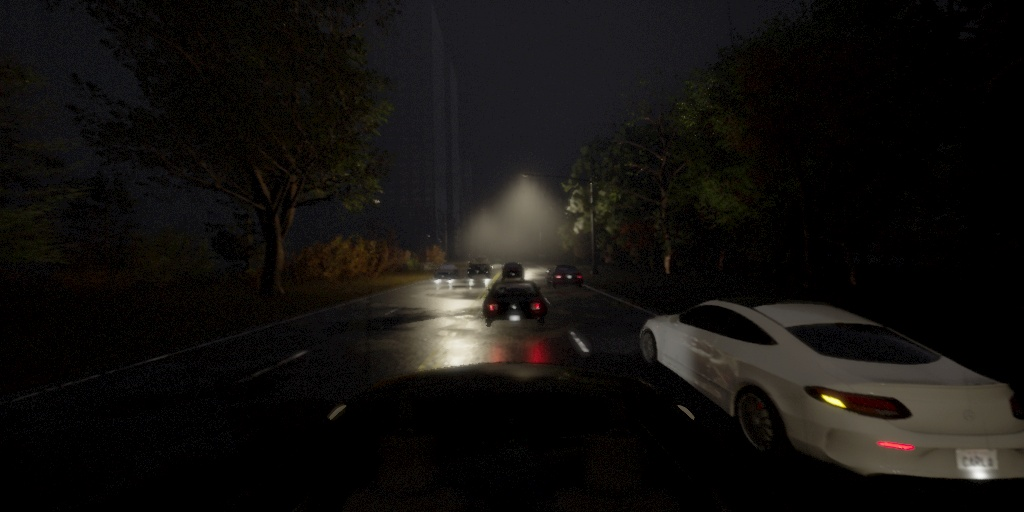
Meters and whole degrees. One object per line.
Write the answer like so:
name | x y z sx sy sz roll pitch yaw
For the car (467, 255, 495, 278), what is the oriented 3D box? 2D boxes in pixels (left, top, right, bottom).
car | -3.339 1.154 37.499 2.150 2.045 5.566 -2 0 0

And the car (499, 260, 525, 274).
car | 0.099 1.318 30.958 1.882 1.535 5.008 -2 0 0

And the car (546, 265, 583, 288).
car | 3.380 1.273 23.573 2.033 1.411 5.357 0 0 0

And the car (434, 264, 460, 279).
car | -6.582 1.568 36.817 2.033 1.411 5.357 -2 0 0

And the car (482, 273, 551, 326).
car | 0.088 1.477 12.432 1.895 1.301 4.718 -2 0 0

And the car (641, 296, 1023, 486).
car | 3.322 1.273 4.860 1.812 1.442 4.674 0 0 0
